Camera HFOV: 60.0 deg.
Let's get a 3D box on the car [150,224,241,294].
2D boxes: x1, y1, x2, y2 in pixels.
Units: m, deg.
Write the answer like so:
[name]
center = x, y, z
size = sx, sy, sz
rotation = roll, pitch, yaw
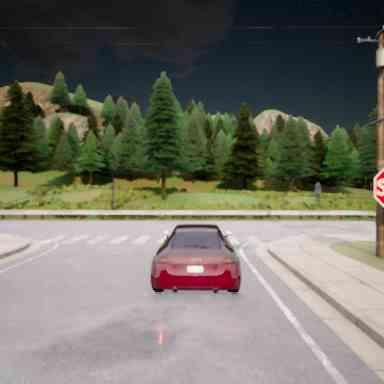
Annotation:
[car]
center = 0.136, 1.514, 8.719
size = 1.994, 1.385, 4.181
rotation = 0, 0, 2
